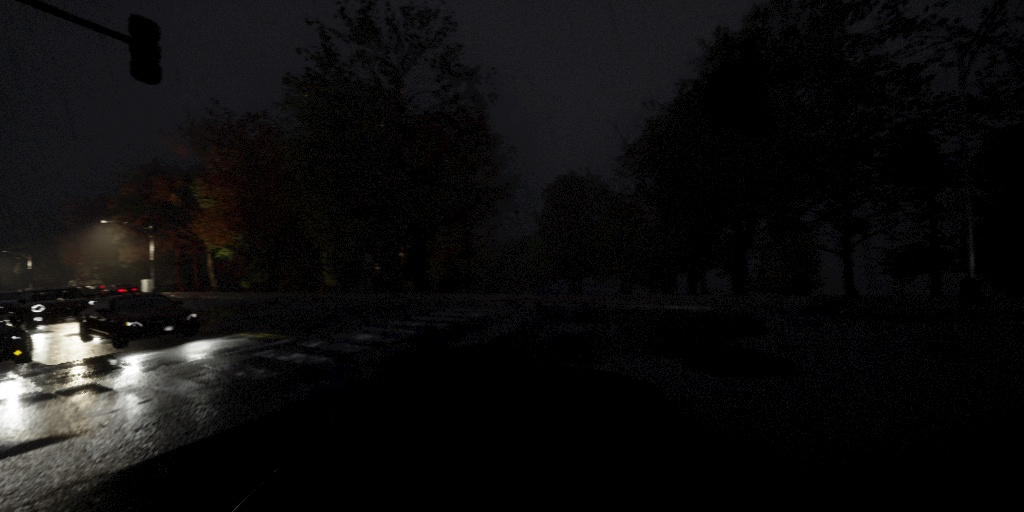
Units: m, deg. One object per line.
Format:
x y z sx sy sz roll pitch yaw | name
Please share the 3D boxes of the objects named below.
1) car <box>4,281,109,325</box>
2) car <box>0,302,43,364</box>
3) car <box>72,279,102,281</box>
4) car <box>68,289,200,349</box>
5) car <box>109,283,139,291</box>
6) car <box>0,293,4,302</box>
-20.981 2.253 16.508 4.553 1.767 2.097 -3 -1 29 | car
-13.617 2.044 8.714 4.181 1.385 1.994 -3 -1 29 | car
-43.822 3.394 36.703 5.566 2.045 2.150 -3 -1 29 | car
-12.164 1.960 11.629 4.674 1.442 1.812 -3 -1 28 | car
-34.856 3.203 31.754 4.892 1.490 1.837 -3 -1 29 | car
-29.945 2.901 21.490 4.674 1.442 1.812 -3 -1 29 | car
